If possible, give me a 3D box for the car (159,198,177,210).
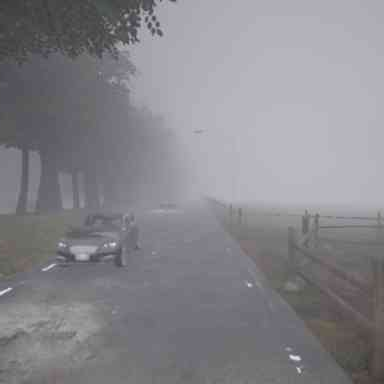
[{"bbox_3d":[-2.770,1.383,39.219,1.994,1.385,4.181,0,0,0],"label":"car"}]

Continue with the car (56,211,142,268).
[{"bbox_3d":[-2.847,1.412,11.081,2.128,1.511,4.902,0,0,0],"label":"car"}]
